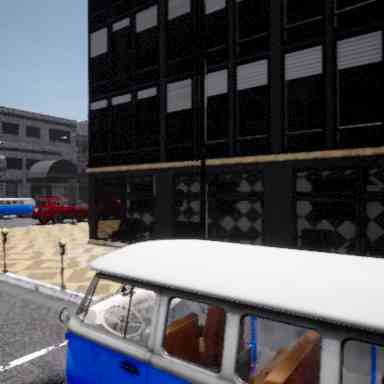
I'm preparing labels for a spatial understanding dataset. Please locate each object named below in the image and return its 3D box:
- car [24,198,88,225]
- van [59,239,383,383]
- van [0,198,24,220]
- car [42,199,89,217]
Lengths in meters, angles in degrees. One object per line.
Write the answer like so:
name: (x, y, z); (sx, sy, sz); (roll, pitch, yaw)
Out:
car: (-9.126, 1.365, 24.408); (2.192, 1.841, 5.009); (-1, -1, 35)
van: (0.764, 1.342, 2.294); (3.998, 1.788, 1.690); (0, 0, 36)
van: (-15.961, 1.436, 29.255); (1.690, 1.788, 3.998); (-1, -1, 35)
car: (-12.764, 1.553, 33.759); (1.967, 1.590, 4.097); (-1, -1, 35)
